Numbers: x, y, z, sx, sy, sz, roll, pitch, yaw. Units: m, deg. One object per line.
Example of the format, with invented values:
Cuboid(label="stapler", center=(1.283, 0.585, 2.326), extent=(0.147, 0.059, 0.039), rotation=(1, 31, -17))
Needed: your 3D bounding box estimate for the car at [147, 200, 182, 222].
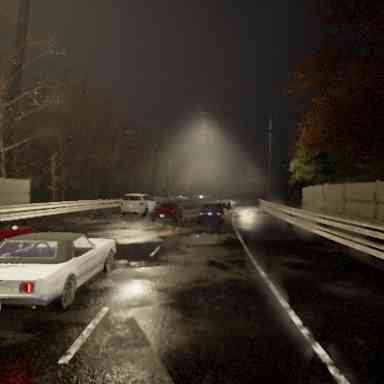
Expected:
Cuboid(label="car", center=(-1.909, 1.518, 26.063), extent=(1.812, 1.442, 4.674), rotation=(0, 0, 6))

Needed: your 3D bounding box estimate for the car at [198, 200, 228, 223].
Cuboid(label="car", center=(1.500, 1.553, 25.255), extent=(2.033, 1.411, 5.357), rotation=(0, 0, 6))

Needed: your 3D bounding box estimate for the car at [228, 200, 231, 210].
Cuboid(label="car", center=(4.031, 1.616, 42.752), extent=(1.895, 1.301, 4.718), rotation=(0, 0, 10))

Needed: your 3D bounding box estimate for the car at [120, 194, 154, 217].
Cuboid(label="car", center=(-4.869, 1.199, 30.856), extent=(2.150, 2.045, 5.566), rotation=(0, 0, 7))

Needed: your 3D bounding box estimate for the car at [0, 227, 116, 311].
Cuboid(label="car", center=(-3.213, 1.596, 7.726), extent=(1.895, 1.301, 4.718), rotation=(0, 0, 2))

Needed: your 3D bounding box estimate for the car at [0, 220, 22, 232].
Cuboid(label="car", center=(-6.610, 1.465, 10.023), extent=(1.882, 1.535, 5.008), rotation=(0, 0, 2))
